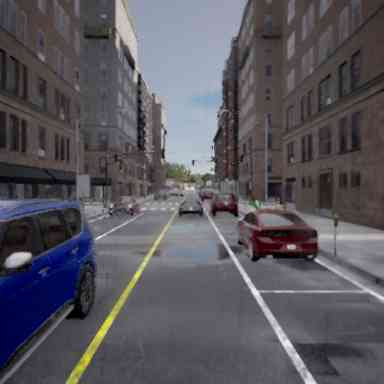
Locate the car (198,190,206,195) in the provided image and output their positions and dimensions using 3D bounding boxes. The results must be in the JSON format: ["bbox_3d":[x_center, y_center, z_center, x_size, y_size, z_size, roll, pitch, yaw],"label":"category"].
[{"bbox_3d":[2.528,0.600,54.314,2.192,1.841,5.009,0,1,0],"label":"car"}]

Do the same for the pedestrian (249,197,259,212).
[{"bbox_3d":[2.704,1.101,14.576,0.375,1.860,0.375,0,1,0],"label":"pedestrian"}]

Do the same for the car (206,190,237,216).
[{"bbox_3d":[2.551,0.956,27.260,2.192,1.841,5.009,0,1,0],"label":"car"}]

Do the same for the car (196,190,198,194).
[{"bbox_3d":[2.463,0.382,70.824,2.192,1.841,5.009,0,1,0],"label":"car"}]

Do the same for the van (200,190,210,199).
[{"bbox_3d":[2.485,0.481,65.321,1.690,1.788,3.998,0,1,0],"label":"van"}]

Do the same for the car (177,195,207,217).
[{"bbox_3d":[-0.063,1.205,27.282,1.994,1.385,4.181,0,1,1],"label":"car"}]

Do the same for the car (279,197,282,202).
[{"bbox_3d":[12.860,0.923,39.191,5.008,1.535,1.882,0,1,-3],"label":"car"}]

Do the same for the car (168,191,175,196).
[{"bbox_3d":[-5.699,0.322,92.813,1.887,1.381,4.507,0,1,0],"label":"car"}]

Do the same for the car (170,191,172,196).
[{"bbox_3d":[-5.623,0.706,65.297,1.947,1.339,4.313,0,1,0],"label":"car"}]

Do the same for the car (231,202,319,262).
[{"bbox_3d":[2.713,1.325,11.575,1.882,1.535,5.008,0,1,0],"label":"car"}]

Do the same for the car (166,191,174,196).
[{"bbox_3d":[-5.684,0.394,87.310,1.887,1.381,4.507,0,1,0],"label":"car"}]

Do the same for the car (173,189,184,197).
[{"bbox_3d":[-2.996,0.458,77.427,1.882,1.535,5.008,0,1,0],"label":"car"}]

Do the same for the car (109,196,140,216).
[{"bbox_3d":[-5.474,1.082,27.236,1.967,1.590,4.097,0,1,0],"label":"car"}]

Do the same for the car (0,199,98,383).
[{"bbox_3d":[-2.865,1.165,4.212,2.150,2.045,5.566,0,1,0],"label":"car"}]

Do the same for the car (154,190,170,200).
[{"bbox_3d":[-5.608,0.528,59.791,2.192,1.841,5.009,0,1,0],"label":"car"}]
